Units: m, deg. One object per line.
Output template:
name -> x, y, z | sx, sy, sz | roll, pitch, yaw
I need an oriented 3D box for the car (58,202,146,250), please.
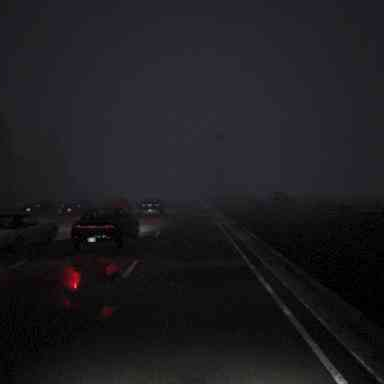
car -> -3.411, 1.400, 13.758 | 2.128, 1.511, 4.902 | 0, 0, 0

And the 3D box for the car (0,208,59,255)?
car -> -6.911, 1.515, 12.880 | 1.895, 1.301, 4.718 | 0, 0, 0

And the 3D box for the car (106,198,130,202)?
car -> -6.912, 1.271, 31.122 | 1.882, 1.535, 5.008 | 0, 0, 0

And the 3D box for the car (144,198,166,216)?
car -> -3.413, 1.296, 29.559 | 2.128, 1.511, 4.902 | 0, 0, 0

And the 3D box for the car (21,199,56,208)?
car -> -13.922, 1.322, 30.596 | 1.812, 1.442, 4.674 | 0, 0, 0

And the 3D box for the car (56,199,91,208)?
car -> -10.422, 1.323, 30.558 | 1.812, 1.442, 4.674 | 0, 0, 0

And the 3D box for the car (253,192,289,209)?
car -> 8.913, 0.966, 37.424 | 3.866, 1.878, 1.905 | 0, 0, 0
